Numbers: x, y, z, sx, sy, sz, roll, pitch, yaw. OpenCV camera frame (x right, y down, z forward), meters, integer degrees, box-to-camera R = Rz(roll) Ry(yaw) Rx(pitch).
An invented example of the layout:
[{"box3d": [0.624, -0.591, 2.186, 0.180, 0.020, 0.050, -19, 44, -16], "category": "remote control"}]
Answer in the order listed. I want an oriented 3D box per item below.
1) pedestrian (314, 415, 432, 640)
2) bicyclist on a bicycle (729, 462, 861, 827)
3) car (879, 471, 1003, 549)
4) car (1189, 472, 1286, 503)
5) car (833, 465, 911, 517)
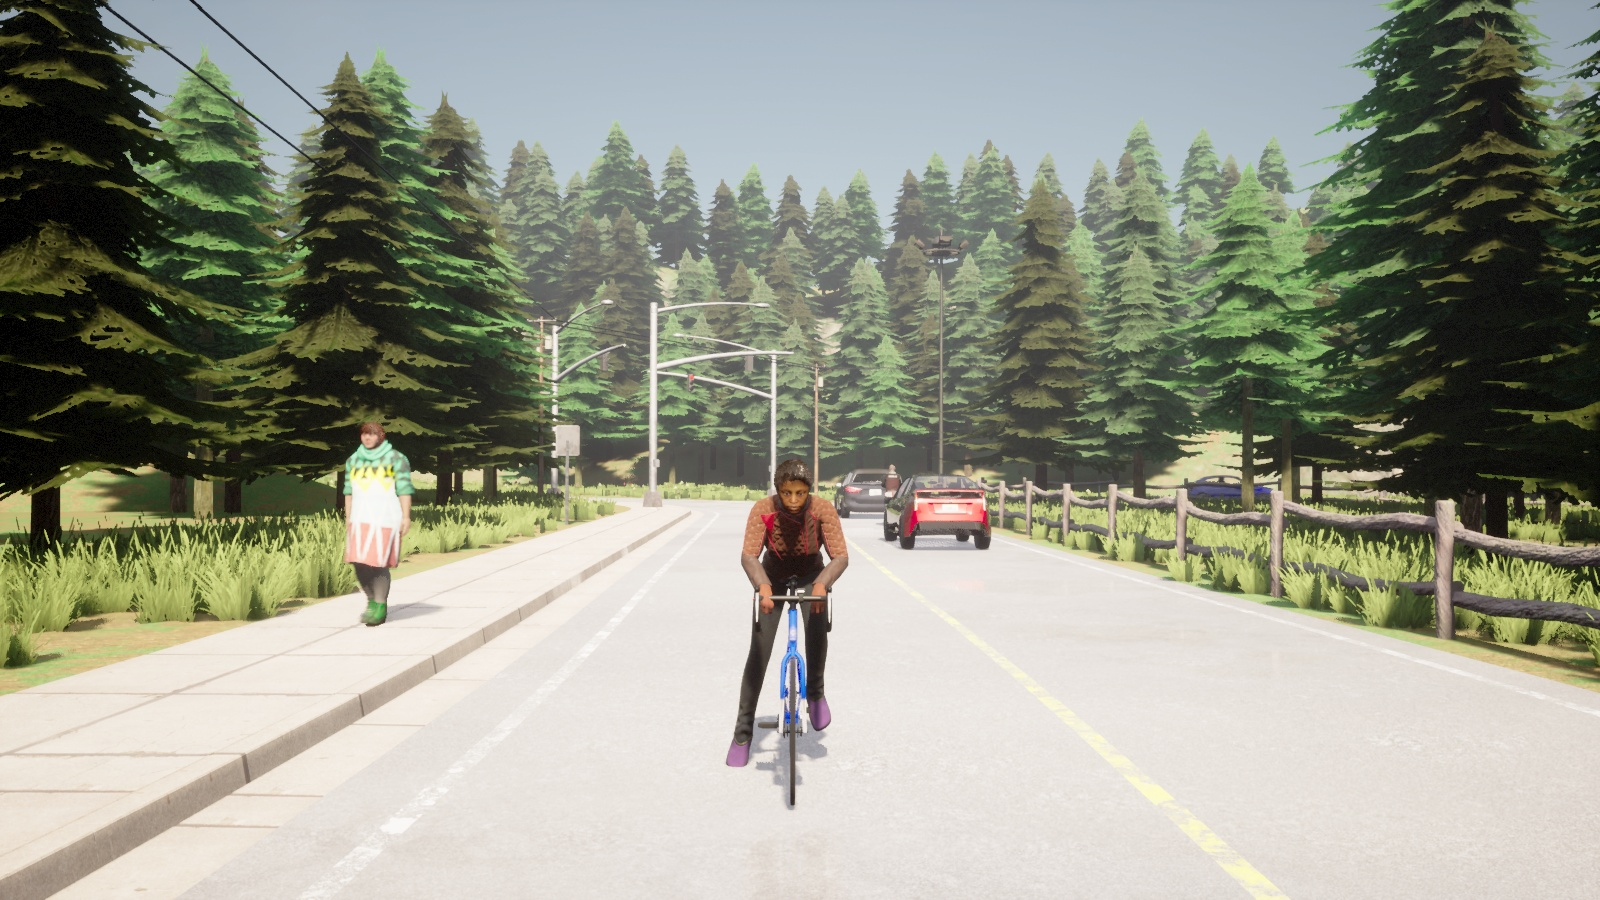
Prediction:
[{"box3d": [-3.864, 0.682, 11.420, 0.659, 1.952, 0.873, 0, -1, 12], "category": "pedestrian"}, {"box3d": [-0.030, 0.875, 6.417, 0.582, 1.620, 1.656, 0, -1, -1], "category": "bicyclist on a bicycle"}, {"box3d": [2.901, 1.207, 26.798, 2.007, 1.525, 4.514, 0, -1, -2], "category": "car"}, {"box3d": [20.876, 1.786, 60.067, 4.193, 1.474, 1.816, 0, -1, 14], "category": "car"}, {"box3d": [2.401, 1.381, 43.205, 2.242, 1.667, 4.611, 0, -1, -2], "category": "car"}]
